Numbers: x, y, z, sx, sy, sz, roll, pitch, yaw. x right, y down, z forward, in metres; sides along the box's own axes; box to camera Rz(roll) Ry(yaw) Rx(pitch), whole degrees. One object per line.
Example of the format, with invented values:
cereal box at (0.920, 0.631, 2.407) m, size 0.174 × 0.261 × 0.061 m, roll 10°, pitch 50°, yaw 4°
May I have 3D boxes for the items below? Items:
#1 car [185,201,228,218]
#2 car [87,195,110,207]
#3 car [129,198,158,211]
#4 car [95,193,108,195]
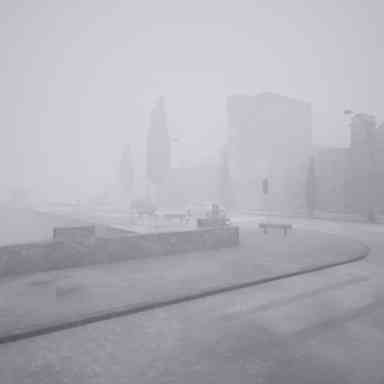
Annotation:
car at (1.176, 1.526, 29.482) m, size 1.812 × 1.442 × 4.674 m, roll 0°, pitch 0°, yaw -36°
car at (-14.837, 1.548, 52.012) m, size 2.033 × 1.411 × 5.357 m, roll 0°, pitch 0°, yaw -35°
car at (-5.875, 1.505, 39.352) m, size 1.837 × 1.490 × 4.892 m, roll 0°, pitch 0°, yaw -35°
car at (-17.293, 1.221, 62.522) m, size 2.150 × 2.045 × 5.566 m, roll 0°, pitch 0°, yaw -36°
